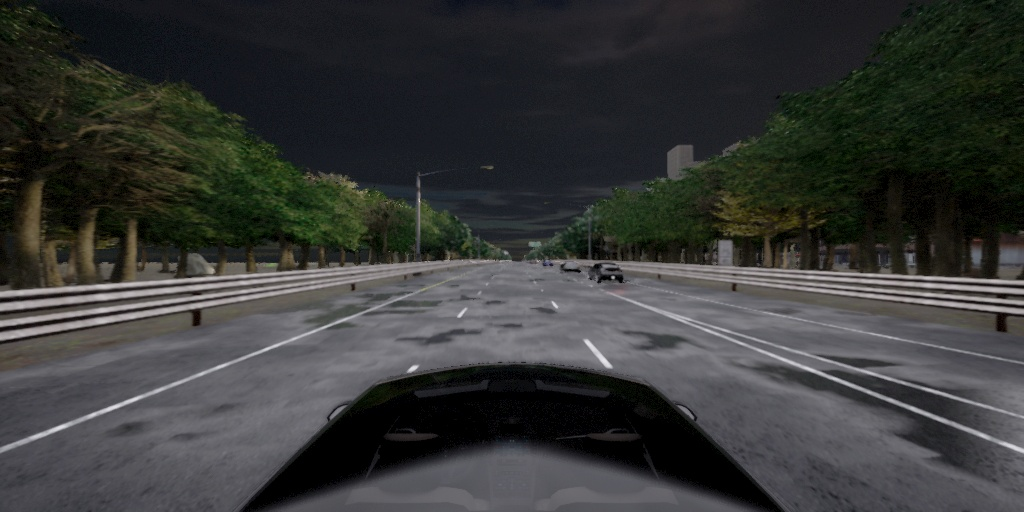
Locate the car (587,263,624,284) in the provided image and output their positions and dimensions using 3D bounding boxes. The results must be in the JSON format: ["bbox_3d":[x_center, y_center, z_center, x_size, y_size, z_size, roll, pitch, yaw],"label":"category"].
[{"bbox_3d":[7.008,1.254,27.269,1.837,1.490,4.892,0,0,0],"label":"car"}]

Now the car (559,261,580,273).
[{"bbox_3d":[7.028,1.329,44.207,1.994,1.385,4.181,0,0,-1],"label":"car"}]
